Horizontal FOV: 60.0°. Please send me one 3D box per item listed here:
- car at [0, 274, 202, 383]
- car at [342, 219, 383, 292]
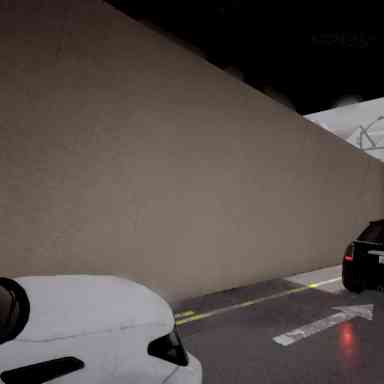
[{"bbox_3d":[-2.573,1.221,1.953,5.566,2.045,2.150,0,0,-35],"label":"car"},{"bbox_3d":[5.521,1.352,7.702,4.553,1.767,2.097,0,0,-36],"label":"car"}]
